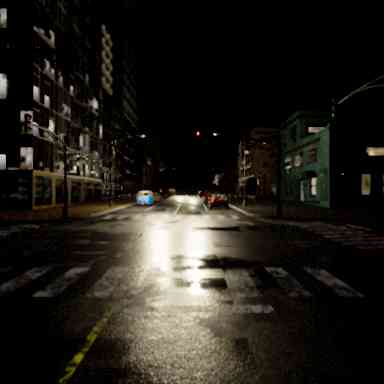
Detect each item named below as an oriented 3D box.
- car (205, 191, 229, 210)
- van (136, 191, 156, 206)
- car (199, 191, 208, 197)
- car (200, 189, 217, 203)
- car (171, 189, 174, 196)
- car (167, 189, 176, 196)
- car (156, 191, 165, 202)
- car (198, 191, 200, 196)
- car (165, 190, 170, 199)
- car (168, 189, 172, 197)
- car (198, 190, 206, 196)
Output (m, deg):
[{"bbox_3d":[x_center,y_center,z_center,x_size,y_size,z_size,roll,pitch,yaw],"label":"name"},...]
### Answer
[{"bbox_3d":[2.700,0.958,34.536,1.967,1.590,4.097,1,1,0],"label":"car"},{"bbox_3d":[-5.679,0.780,40.168,1.690,1.788,3.998,1,1,0],"label":"van"},{"bbox_3d":[2.691,0.449,79.925,1.947,1.339,4.313,1,1,0],"label":"car"},{"bbox_3d":[2.701,0.675,45.881,2.192,1.841,5.009,1,1,0],"label":"car"},{"bbox_3d":[-5.688,0.529,74.212,1.947,1.339,4.313,1,1,0],"label":"car"},{"bbox_3d":[-5.685,0.039,91.229,2.192,1.841,5.009,1,1,0],"label":"car"},{"bbox_3d":[-5.684,0.808,51.347,1.752,1.417,4.829,1,1,0],"label":"car"},{"bbox_3d":[2.697,0.357,68.575,2.192,1.841,5.009,1,1,0],"label":"car"},{"bbox_3d":[-5.687,0.704,62.865,1.802,1.307,4.206,1,1,0],"label":"car"},{"bbox_3d":[-5.687,0.608,68.538,1.947,1.339,4.313,1,1,0],"label":"car"},{"bbox_3d":[2.692,0.164,91.270,1.967,1.590,4.097,1,1,0],"label":"car"}]
